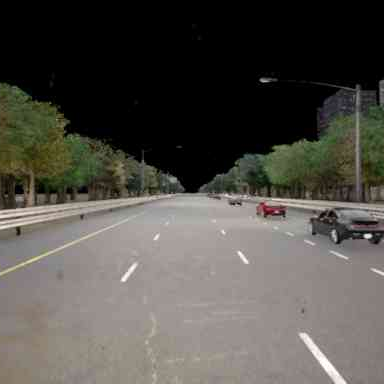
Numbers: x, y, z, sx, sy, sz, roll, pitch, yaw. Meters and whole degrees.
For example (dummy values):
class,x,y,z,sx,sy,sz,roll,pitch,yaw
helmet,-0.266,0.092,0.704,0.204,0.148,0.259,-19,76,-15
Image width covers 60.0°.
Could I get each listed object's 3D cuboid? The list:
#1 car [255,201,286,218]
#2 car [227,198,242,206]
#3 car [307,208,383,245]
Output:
class,x,y,z,sx,sy,sz,roll,pitch,yaw
car,6.991,1.502,29.890,1.882,1.535,5.008,0,0,0
car,7.007,1.634,55.246,1.895,1.301,4.718,0,0,0
car,6.996,1.509,15.647,1.837,1.490,4.892,0,0,0
